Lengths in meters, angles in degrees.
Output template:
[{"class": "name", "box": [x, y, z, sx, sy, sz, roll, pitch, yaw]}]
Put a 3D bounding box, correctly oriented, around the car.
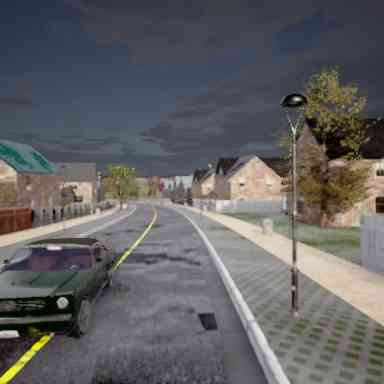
[{"class": "car", "box": [-2.762, 1.680, 6.790, 1.895, 1.301, 4.718, 0, -1, -5]}]
